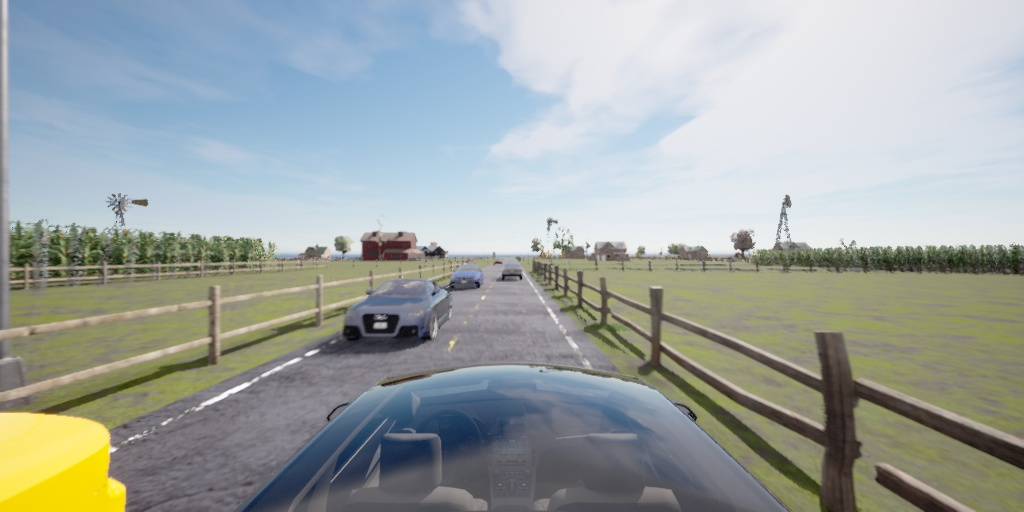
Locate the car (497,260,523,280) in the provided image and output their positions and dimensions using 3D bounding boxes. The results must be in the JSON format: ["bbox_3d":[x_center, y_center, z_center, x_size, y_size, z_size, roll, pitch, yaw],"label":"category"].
[{"bbox_3d":[0.012,1.294,31.774,2.033,1.411,5.357,0,0,0],"label":"car"}]

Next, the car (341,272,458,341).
[{"bbox_3d":[-2.848,1.313,9.750,1.994,1.385,4.181,0,0,0],"label":"car"}]

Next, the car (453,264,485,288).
[{"bbox_3d":[-2.831,1.273,23.570,1.812,1.442,4.674,0,0,0],"label":"car"}]
